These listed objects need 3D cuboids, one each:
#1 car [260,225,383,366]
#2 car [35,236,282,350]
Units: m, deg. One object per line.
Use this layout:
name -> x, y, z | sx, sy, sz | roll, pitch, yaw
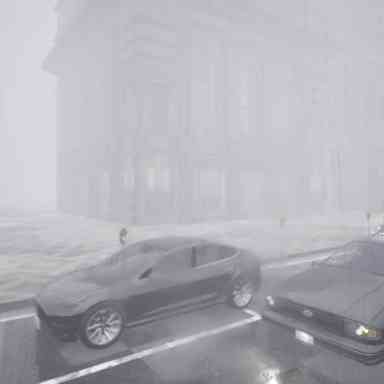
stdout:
car -> 3.657, 1.545, 5.991 | 5.357, 1.411, 2.033 | 0, 0, -36
car -> -0.550, 1.565, 6.255 | 4.313, 1.339, 1.947 | 0, 0, -36
